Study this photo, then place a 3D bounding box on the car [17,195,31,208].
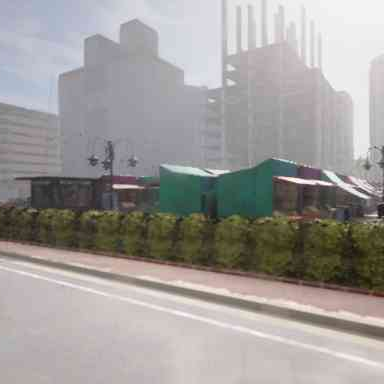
[{"bbox_3d":[-14.119,1.240,31.957,1.905,1.878,3.866,0,0,34],"label":"car"}]
